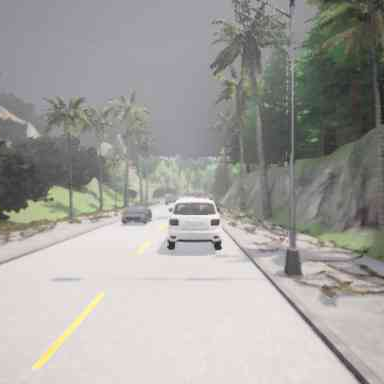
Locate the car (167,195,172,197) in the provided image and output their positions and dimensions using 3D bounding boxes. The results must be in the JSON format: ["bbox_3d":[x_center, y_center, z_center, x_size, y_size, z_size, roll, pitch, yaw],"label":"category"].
[{"bbox_3d":[-4.082,1.666,65.918,2.150,2.045,5.566,0,0,0],"label":"car"}]

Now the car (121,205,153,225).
[{"bbox_3d":[-4.112,1.723,25.774,2.033,1.411,5.357,0,0,0],"label":"car"}]

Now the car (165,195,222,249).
[{"bbox_3d":[0.099,1.326,15.145,2.150,2.045,5.566,0,0,0],"label":"car"}]

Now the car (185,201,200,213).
[{"bbox_3d":[0.059,1.893,42.851,1.895,1.301,4.718,0,0,0],"label":"car"}]
